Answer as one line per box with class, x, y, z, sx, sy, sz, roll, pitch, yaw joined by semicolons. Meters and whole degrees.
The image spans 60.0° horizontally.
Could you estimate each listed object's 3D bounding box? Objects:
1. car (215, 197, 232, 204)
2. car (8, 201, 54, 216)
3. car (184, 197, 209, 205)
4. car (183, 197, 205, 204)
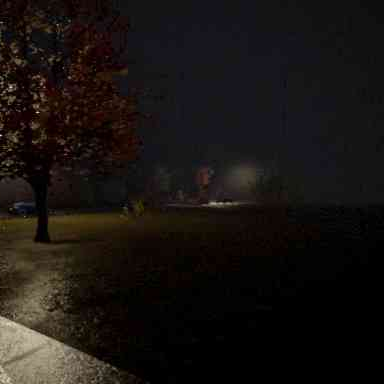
car;6.512;1.739;67.889;1.895;1.301;4.718;1;0;31
car;-16.183;1.600;33.545;1.994;1.385;4.181;1;1;35
car;1.284;1.570;59.480;1.882;1.535;5.008;1;0;33
car;0.429;1.650;64.737;1.895;1.301;4.718;1;0;32
